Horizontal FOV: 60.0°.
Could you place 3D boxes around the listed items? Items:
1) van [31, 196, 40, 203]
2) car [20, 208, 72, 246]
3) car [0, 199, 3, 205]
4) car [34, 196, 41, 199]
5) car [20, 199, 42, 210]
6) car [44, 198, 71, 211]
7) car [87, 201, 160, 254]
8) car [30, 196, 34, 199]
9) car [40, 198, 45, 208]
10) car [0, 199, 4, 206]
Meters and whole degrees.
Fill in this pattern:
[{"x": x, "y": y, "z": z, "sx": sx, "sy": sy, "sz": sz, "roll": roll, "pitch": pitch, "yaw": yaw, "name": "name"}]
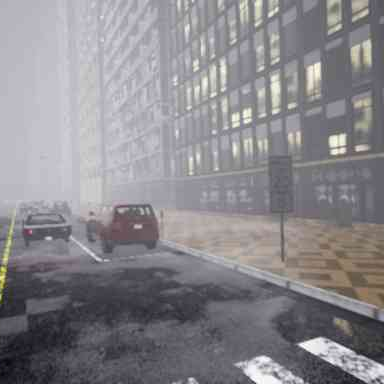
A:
[{"x": -38.800, "y": 1.880, "z": 82.368, "sx": 1.690, "sy": 1.788, "sz": 3.998, "roll": -1, "pitch": 0, "yaw": -27, "name": "van"}, {"x": -7.077, "y": 1.671, "z": 15.977, "sx": 1.895, "sy": 1.301, "sz": 4.718, "roll": -2, "pitch": 0, "yaw": -28, "name": "car"}, {"x": -45.781, "y": 2.316, "z": 78.727, "sx": 1.802, "sy": 1.307, "sz": 4.206, "roll": -1, "pitch": 0, "yaw": -27, "name": "car"}, {"x": -26.584, "y": 1.852, "z": 59.237, "sx": 1.812, "sy": 1.442, "sz": 4.674, "roll": -2, "pitch": 0, "yaw": -27, "name": "car"}, {"x": -18.698, "y": 1.833, "z": 38.236, "sx": 1.895, "sy": 1.301, "sz": 4.718, "roll": -2, "pitch": 0, "yaw": -27, "name": "car"}, {"x": -13.284, "y": 1.563, "z": 33.245, "sx": 1.967, "sy": 1.590, "sz": 4.097, "roll": -1, "pitch": 0, "yaw": -27, "name": "car"}, {"x": -2.965, "y": 1.298, "z": 13.657, "sx": 2.192, "sy": 1.841, "sz": 5.009, "roll": -1, "pitch": 0, "yaw": -27, "name": "car"}, {"x": -33.694, "y": 2.029, "z": 72.544, "sx": 1.802, "sy": 1.307, "sz": 4.206, "roll": -1, "pitch": 0, "yaw": -27, "name": "car"}, {"x": -18.385, "y": 1.781, "z": 43.070, "sx": 1.802, "sy": 1.307, "sz": 4.206, "roll": -1, "pitch": 0, "yaw": -27, "name": "car"}, {"x": -40.683, "y": 1.957, "z": 68.902, "sx": 2.192, "sy": 1.841, "sz": 5.009, "roll": -1, "pitch": 0, "yaw": -27, "name": "car"}]
